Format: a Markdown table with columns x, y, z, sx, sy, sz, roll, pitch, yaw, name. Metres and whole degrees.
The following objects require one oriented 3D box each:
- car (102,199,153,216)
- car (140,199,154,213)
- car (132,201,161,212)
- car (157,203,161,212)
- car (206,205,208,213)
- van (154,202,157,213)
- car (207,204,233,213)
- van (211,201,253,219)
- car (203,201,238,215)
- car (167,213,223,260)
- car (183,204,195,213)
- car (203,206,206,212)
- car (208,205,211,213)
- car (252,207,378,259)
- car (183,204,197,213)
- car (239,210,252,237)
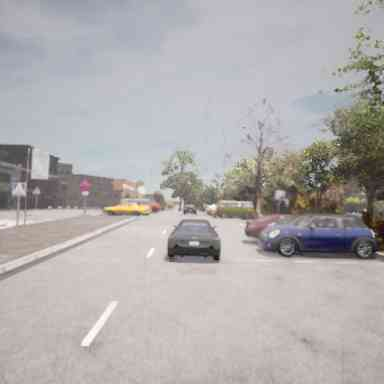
| x | y | z | sx | sy | sz | roll | pitch | yaw | name |
| --- | --- | --- | --- | --- | --- | --- | --- | --- | --- |
| -7.611 | 1.940 | 38.425 | 5.366 | 1.575 | 1.946 | 2 | -2 | -1 | car |
| -7.424 | 1.907 | 41.348 | 4.553 | 1.767 | 2.185 | 2 | -2 | -1 | car |
| -7.627 | 2.475 | 56.518 | 4.553 | 1.767 | 2.185 | 2 | -2 | -1 | car |
| -7.533 | 2.103 | 50.575 | 5.566 | 2.045 | 2.435 | 2 | -2 | -1 | car |
| 4.970 | 2.418 | 43.358 | 5.366 | 1.575 | 1.946 | 2 | -2 | -1 | car |
| -7.370 | 1.908 | 44.387 | 4.442 | 1.987 | 1.878 | 2 | -2 | -1 | van |
| 5.585 | 3.304 | 66.561 | 4.553 | 1.767 | 2.097 | 3 | -4 | -18 | car |
| 4.732 | 2.024 | 37.909 | 4.442 | 1.987 | 1.878 | 2 | -2 | -1 | van |
| 4.613 | 2.585 | 54.536 | 5.566 | 2.045 | 2.435 | 2 | -2 | -1 | car |
| 0.120 | 1.782 | 13.569 | 1.994 | 1.385 | 4.181 | 1 | -1 | 1 | car |
| -0.486 | 2.866 | 58.301 | 1.882 | 1.535 | 5.008 | 1 | -3 | 2 | car |
| 4.699 | 2.362 | 49.078 | 5.566 | 2.045 | 2.435 | 2 | -2 | -1 | car |
| 4.998 | 2.335 | 40.698 | 5.366 | 1.575 | 1.946 | 2 | -2 | -1 | car |
| 5.116 | 1.707 | 13.946 | 4.553 | 1.767 | 2.185 | 2 | -1 | 0 | car |
| -0.267 | 2.508 | 48.432 | 1.812 | 1.442 | 4.674 | 2 | -2 | -1 | car |
| 5.033 | 1.910 | 17.113 | 4.674 | 1.452 | 2.002 | 2 | -1 | -1 | car |
